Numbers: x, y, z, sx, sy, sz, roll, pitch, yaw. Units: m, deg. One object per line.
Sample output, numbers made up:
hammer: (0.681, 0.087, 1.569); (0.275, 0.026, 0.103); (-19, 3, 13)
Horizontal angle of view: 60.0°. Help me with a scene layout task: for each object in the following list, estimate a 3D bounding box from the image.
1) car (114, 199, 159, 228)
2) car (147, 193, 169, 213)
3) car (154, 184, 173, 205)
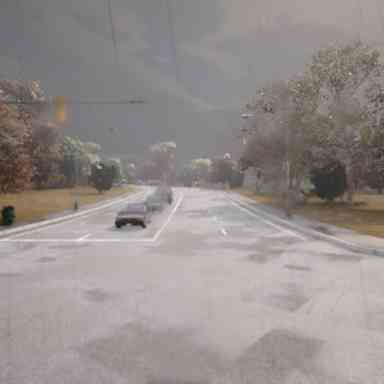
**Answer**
car: (-3.602, 1.436, 21.567); (2.033, 1.411, 5.357); (0, 1, 0)
car: (-3.592, 1.141, 31.738); (1.837, 1.490, 4.892); (0, 2, 0)
car: (-3.560, 0.417, 42.235); (2.150, 2.045, 5.566); (0, 3, 1)
